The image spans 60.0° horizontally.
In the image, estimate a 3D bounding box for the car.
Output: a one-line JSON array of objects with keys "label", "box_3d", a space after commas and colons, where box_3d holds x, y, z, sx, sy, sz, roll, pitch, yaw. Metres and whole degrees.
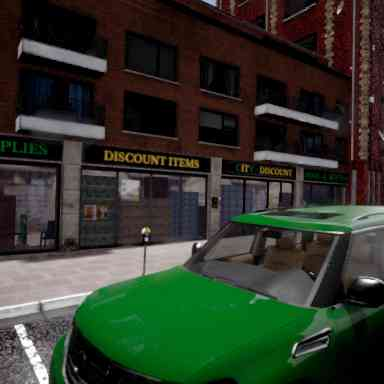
[{"label": "car", "box_3d": [1.366, 1.224, 3.922, 5.566, 2.045, 2.150, 0, 0, -36]}]
